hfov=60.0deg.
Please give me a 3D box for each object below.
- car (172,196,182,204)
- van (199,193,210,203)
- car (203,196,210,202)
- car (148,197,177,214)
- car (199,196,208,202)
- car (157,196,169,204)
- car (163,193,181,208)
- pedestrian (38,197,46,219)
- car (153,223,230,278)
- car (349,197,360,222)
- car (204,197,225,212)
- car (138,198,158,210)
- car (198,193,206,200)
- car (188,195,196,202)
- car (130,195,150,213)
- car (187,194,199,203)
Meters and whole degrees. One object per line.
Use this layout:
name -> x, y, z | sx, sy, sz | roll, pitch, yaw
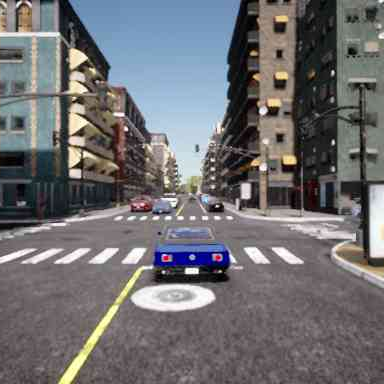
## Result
car -> -3.000, 1.499, 66.014 | 1.837, 1.490, 4.892 | 0, 0, 0
van -> 2.703, 1.335, 65.547 | 1.690, 1.788, 3.998 | 1, 0, 0
car -> 2.700, 1.577, 43.262 | 1.802, 1.307, 4.206 | 1, 0, 0
car -> -3.102, 1.543, 35.661 | 2.033, 1.411, 5.357 | 0, 0, 0
car -> 2.701, 1.539, 76.688 | 1.887, 1.381, 4.507 | 1, 0, 0
car -> -5.679, 1.560, 65.586 | 1.947, 1.339, 4.313 | 1, 0, 0
car -> -3.078, 1.216, 45.662 | 2.150, 2.045, 5.566 | 0, 0, 0
pedestrian -> -12.529, 1.329, 27.656 | 0.375, 1.860, 0.375 | 0, 0, 0
car -> -0.127, 1.599, 10.174 | 1.895, 1.301, 4.718 | 0, 0, -3
car -> 13.334, 1.257, 21.931 | 4.553, 1.767, 2.097 | 0, -1, 0
car -> 2.700, 1.561, 37.691 | 1.947, 1.339, 4.313 | 1, 0, 0
car -> -5.679, 1.540, 43.302 | 1.887, 1.381, 4.507 | 1, 0, 0
car -> 2.704, 1.309, 93.402 | 2.192, 1.841, 5.009 | 1, 0, 0
car -> 0.000, 1.518, 77.116 | 1.812, 1.442, 4.674 | 0, 0, 0
car -> -5.676, 1.311, 37.731 | 2.192, 1.841, 5.009 | 1, 0, 0
car -> 0.000, 1.486, 66.734 | 2.128, 1.511, 4.902 | 0, 0, 0
